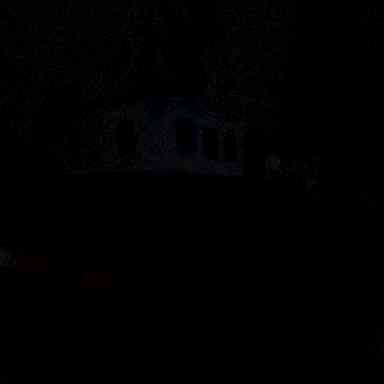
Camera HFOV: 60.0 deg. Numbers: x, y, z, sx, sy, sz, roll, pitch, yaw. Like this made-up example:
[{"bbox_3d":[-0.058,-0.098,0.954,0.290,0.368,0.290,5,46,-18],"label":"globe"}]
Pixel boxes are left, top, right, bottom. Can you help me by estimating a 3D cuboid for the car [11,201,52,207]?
[{"bbox_3d":[-14.643,1.528,29.135,2.033,1.411,5.357,0,0,29],"label":"car"}]
